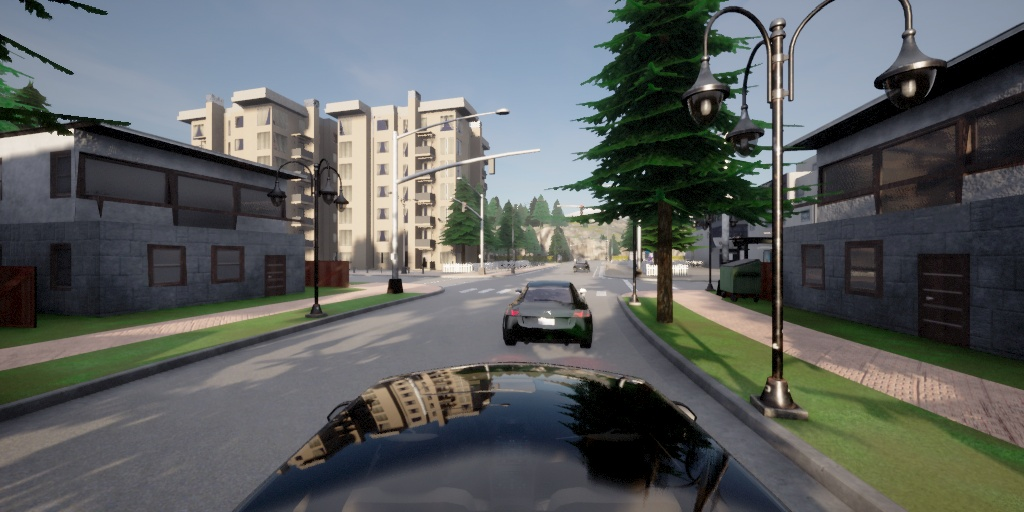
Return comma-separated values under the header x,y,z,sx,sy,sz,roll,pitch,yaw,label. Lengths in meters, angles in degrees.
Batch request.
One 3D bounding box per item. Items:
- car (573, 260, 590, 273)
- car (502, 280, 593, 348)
x,y,z,sx,sy,sz,roll,pitch,yaw,label
8.733,1.276,44.861,2.128,1.511,4.902,0,0,14,car
0.994,1.314,9.313,1.994,1.385,4.181,0,0,8,car
